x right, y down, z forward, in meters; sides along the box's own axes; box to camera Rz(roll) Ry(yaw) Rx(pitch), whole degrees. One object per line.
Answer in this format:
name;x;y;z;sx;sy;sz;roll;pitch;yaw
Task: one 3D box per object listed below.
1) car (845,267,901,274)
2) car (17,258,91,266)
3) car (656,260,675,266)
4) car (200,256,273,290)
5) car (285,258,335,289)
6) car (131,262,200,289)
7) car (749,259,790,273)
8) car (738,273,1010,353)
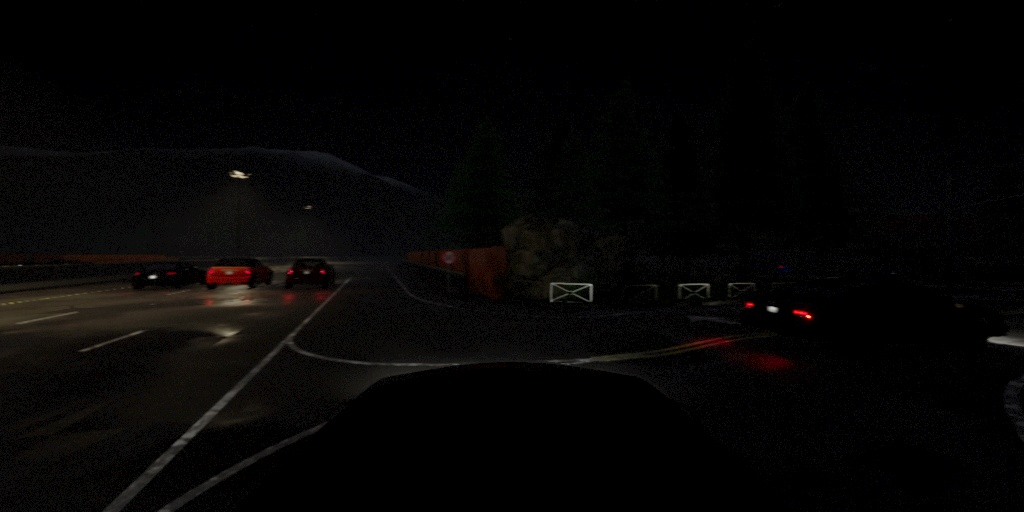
car;36.815;1.828;36.642;1.994;1.385;4.181;1;0;-20
car;-37.778;0.781;29.729;1.895;1.301;4.718;1;0;-21
car;25.532;1.444;58.282;2.097;1.767;4.553;1;0;-15
car;-15.314;0.870;20.449;2.097;1.767;4.553;1;0;-21
car;-12.042;0.919;21.688;2.097;1.767;4.553;1;0;-21
car;-18.909;1.028;20.044;1.994;1.385;4.181;1;0;-21
car;32.968;1.429;46.817;2.150;2.045;5.566;1;0;-20
car;8.003;1.220;8.091;5.357;1.411;2.033;1;0;-10
